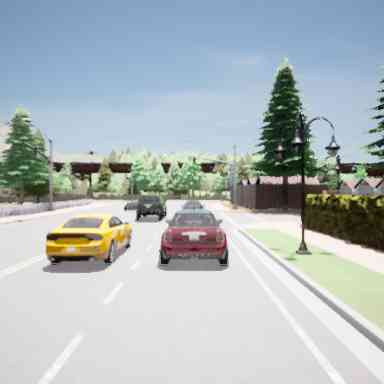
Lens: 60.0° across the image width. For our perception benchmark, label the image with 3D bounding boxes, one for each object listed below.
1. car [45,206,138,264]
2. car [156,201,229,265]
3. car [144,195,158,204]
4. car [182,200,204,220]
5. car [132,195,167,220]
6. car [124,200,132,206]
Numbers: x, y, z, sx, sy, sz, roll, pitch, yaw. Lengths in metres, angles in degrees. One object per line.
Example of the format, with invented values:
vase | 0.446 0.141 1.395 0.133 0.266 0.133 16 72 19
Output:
car | -3.426 1.496 11.925 1.882 1.535 5.008 0 0 0
car | 0.074 1.371 11.946 2.097 1.767 4.553 0 0 0
car | -7.005 1.305 57.627 1.837 1.490 4.892 0 0 0
car | 0.084 1.550 29.879 1.837 1.490 4.892 0 0 0
car | -3.416 1.264 28.643 2.150 2.045 5.566 0 0 0
car | -7.095 1.626 41.012 1.994 1.385 4.181 0 0 0
